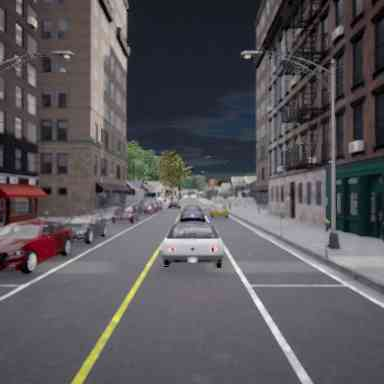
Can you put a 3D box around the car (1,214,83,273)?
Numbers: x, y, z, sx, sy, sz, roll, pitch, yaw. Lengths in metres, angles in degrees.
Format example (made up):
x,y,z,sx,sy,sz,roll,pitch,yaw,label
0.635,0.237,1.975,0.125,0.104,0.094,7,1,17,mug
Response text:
x,y,z,sx,sy,sz,roll,pitch,yaw,label
-5.400,1.639,10.976,1.887,1.381,4.507,0,0,0,car

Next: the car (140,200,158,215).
x,y,z,sx,sy,sz,roll,pitch,yaw,label
-5.378,1.766,38.495,1.967,1.590,4.097,0,0,0,car

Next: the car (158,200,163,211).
x,y,z,sx,sy,sz,roll,pitch,yaw,label
-5.373,1.812,43.998,1.967,1.590,4.097,0,0,0,car

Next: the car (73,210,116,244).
x,y,z,sx,sy,sz,roll,pitch,yaw,label
-5.395,1.691,16.479,2.008,1.369,4.403,0,0,0,car

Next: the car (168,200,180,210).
x,y,z,sx,sy,sz,roll,pitch,yaw,label
-2.754,1.990,52.386,2.033,1.411,5.357,0,-1,1,car

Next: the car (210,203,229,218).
x,y,z,sx,sy,sz,roll,pitch,yaw,label
2.666,1.805,33.159,1.752,1.417,4.829,0,0,0,car

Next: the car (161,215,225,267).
x,y,z,sx,sy,sz,roll,pitch,yaw,label
0.045,1.701,11.811,1.895,1.301,4.718,0,0,1,car

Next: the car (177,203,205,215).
x,y,z,sx,sy,sz,roll,pitch,yaw,label
0.058,1.798,27.516,1.994,1.385,4.181,0,0,1,car

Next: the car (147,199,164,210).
x,y,z,sx,sy,sz,roll,pitch,yaw,label
-5.369,1.858,49.502,1.967,1.590,4.097,0,0,0,car

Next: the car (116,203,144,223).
x,y,z,sx,sy,sz,roll,pitch,yaw,label
-5.386,1.815,27.486,1.802,1.307,4.206,0,0,0,car

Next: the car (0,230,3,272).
x,y,z,sx,sy,sz,roll,pitch,yaw,label
-5.404,1.592,5.473,1.887,1.381,4.507,0,0,0,car
